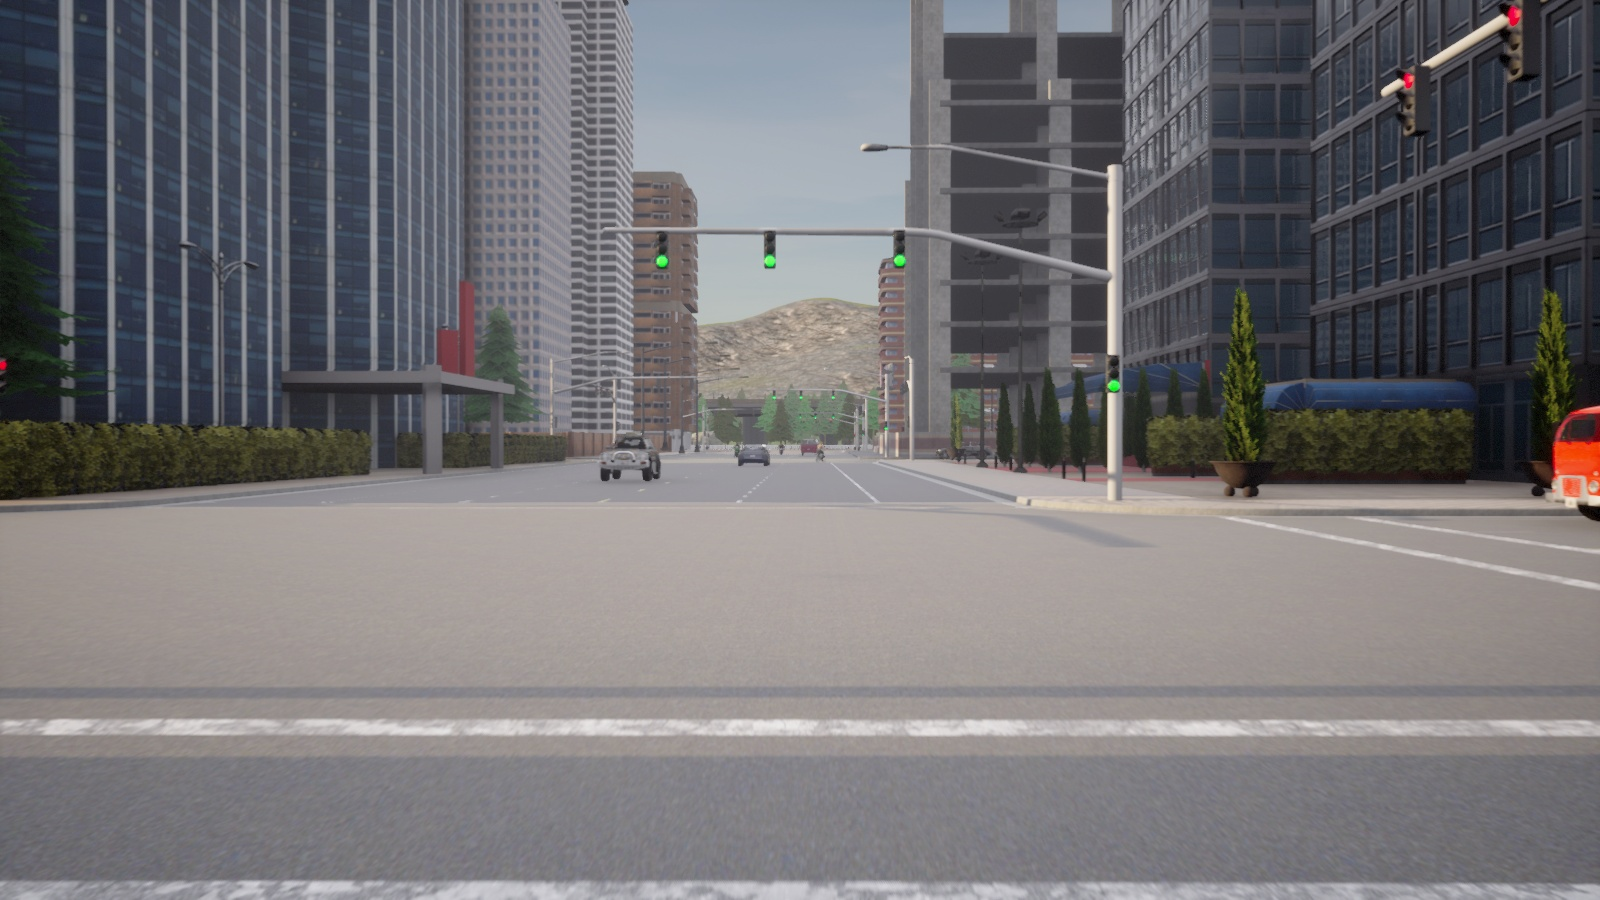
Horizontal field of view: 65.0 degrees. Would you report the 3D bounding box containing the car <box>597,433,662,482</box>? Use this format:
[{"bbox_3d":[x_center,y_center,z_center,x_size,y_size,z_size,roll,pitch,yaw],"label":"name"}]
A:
[{"bbox_3d":[-6.698,0.278,49.695,1.932,1.855,4.605,0,0,0],"label":"car"}]

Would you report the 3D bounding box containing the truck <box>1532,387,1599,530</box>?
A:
[{"bbox_3d":[16.476,0.146,22.479,5.204,2.467,2.627,0,0,1],"label":"truck"}]

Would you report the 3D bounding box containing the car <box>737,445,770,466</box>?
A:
[{"bbox_3d":[-3.010,0.344,82.324,1.994,1.385,4.181,0,0,0],"label":"car"}]
